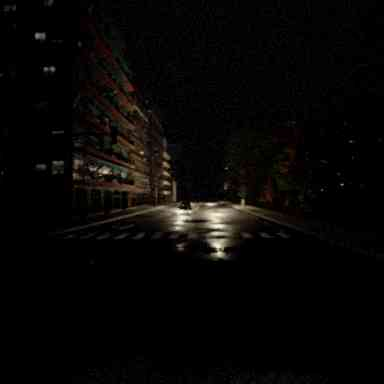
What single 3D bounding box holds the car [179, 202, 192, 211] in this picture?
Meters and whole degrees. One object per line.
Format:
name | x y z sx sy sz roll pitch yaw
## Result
car | -1.050 2.338 54.396 1.812 1.442 4.674 -1 0 2
